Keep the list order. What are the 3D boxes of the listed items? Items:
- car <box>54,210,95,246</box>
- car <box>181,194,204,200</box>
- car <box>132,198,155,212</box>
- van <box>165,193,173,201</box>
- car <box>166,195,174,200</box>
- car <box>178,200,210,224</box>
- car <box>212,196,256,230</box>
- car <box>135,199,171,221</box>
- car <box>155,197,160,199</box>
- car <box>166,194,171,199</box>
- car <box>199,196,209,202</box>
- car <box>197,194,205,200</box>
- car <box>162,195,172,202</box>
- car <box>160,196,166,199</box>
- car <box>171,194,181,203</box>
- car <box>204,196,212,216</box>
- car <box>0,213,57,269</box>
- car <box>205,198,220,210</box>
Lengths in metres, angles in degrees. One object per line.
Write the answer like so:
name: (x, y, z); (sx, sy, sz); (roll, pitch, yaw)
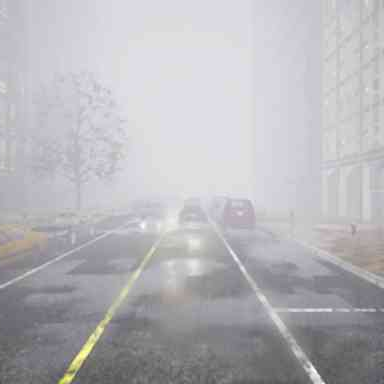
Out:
car: (-5.707, 1.549, 15.082); (2.008, 1.369, 4.403); (0, 0, 0)
car: (0.048, 1.339, 42.169); (2.097, 1.767, 4.553); (0, 0, 0)
car: (-5.735, 1.540, 37.851); (2.008, 1.369, 4.403); (0, 0, 0)
van: (-5.790, 1.285, 83.390); (1.690, 1.788, 3.998); (0, 0, 0)
car: (-5.798, 1.518, 89.082); (1.802, 1.307, 4.206); (0, 0, 0)
car: (0.069, 1.560, 24.587); (1.994, 1.385, 4.181); (0, 0, 0)
car: (2.668, 1.312, 20.773); (2.192, 1.841, 5.009); (0, 0, 0)
car: (-3.135, 1.541, 27.798); (2.033, 1.411, 5.357); (0, 0, 0)
car: (-5.742, 1.551, 43.544); (1.947, 1.339, 4.313); (0, 0, 0)
car: (-5.770, 1.514, 66.313); (2.008, 1.369, 4.403); (0, 0, 0)
car: (2.604, 1.523, 72.003); (1.947, 1.339, 4.313); (0, 0, 0)
car: (2.576, 1.369, 94.769); (1.967, 1.590, 4.097); (0, 0, 0)
car: (-5.784, 1.496, 77.697); (1.887, 1.381, 4.507); (0, 0, 0)
car: (-5.756, 1.557, 54.927); (1.802, 1.307, 4.206); (0, 0, 0)
car: (-3.086, 1.433, 69.049); (1.882, 1.535, 5.008); (0, 0, 0)
car: (2.654, 1.307, 32.158); (2.192, 1.841, 5.009); (0, 0, 0)
car: (-5.699, 1.525, 9.219); (1.752, 1.417, 4.829); (0, 0, 0)
car: (2.639, 1.510, 43.711); (1.752, 1.417, 4.829); (0, 0, 0)
